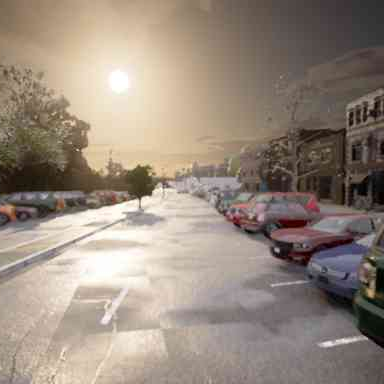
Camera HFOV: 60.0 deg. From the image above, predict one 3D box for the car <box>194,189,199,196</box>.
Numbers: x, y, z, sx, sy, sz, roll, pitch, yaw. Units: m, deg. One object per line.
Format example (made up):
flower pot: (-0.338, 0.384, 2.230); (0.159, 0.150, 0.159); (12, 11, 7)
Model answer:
car: (4.031, 0.443, 76.583); (5.566, 2.045, 2.435); (0, 1, -23)

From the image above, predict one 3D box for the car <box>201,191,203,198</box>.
car: (4.686, 0.926, 55.466); (5.008, 1.535, 2.097); (1, 1, -21)

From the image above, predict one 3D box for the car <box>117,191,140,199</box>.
car: (-14.133, 0.635, 73.792); (4.553, 1.767, 2.185); (-1, 0, -22)

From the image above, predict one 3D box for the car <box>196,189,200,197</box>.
car: (4.200, 0.728, 73.582); (5.008, 1.535, 2.097); (0, 1, -23)

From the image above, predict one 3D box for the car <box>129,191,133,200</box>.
car: (-13.591, 0.913, 58.999); (5.008, 1.535, 2.097); (-1, 1, -21)

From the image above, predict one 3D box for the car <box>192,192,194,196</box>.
car: (3.298, 0.603, 88.664); (4.674, 1.452, 2.002); (0, 0, -25)

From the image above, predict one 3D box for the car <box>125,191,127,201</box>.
car: (-13.505, 0.975, 53.067); (4.892, 1.521, 2.231); (-1, 1, -20)

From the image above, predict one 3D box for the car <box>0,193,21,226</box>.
car: (-13.366, 1.190, 20.346); (4.553, 1.767, 2.185); (-1, 1, -20)

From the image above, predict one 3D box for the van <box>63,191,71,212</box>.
van: (-13.308, 0.995, 29.309); (4.442, 1.987, 1.878); (-1, 0, -20)

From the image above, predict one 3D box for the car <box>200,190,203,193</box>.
car: (4.558, 0.735, 61.502); (4.553, 1.767, 2.185); (0, 0, -22)

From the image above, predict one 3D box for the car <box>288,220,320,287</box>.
car: (4.767, 1.477, 7.315); (4.674, 1.452, 2.002); (1, 1, -20)

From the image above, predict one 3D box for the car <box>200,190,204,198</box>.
car: (4.624, 0.895, 58.484); (4.892, 1.521, 2.231); (1, 0, -21)

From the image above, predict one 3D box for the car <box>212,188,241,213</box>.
car: (4.757, 0.996, 25.365); (5.566, 2.045, 2.435); (1, 1, -20)

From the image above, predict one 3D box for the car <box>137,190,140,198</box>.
car: (-13.820, 0.850, 67.902); (4.792, 1.488, 2.163); (-1, 0, -22)

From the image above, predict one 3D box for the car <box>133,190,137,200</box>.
car: (-13.778, 0.882, 64.908); (4.792, 1.488, 2.163); (-1, 1, -22)

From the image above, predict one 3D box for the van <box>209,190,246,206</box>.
van: (4.641, 0.829, 43.369); (4.442, 1.987, 1.878); (1, 1, -20)

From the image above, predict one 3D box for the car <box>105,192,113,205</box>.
car: (-13.429, 1.096, 44.165); (4.792, 1.488, 2.163); (-1, 0, -20)

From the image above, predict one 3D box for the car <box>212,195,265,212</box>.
car: (4.766, 1.152, 34.398); (5.008, 1.535, 2.097); (1, 1, -20)

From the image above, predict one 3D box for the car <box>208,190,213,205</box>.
car: (4.795, 0.933, 31.406); (5.566, 2.045, 2.435); (1, 0, -20)

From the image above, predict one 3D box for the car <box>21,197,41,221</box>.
car: (-13.403, 1.325, 23.319); (4.674, 1.452, 2.002); (-1, 0, -20)

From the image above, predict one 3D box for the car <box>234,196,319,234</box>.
car: (4.754, 1.218, 16.356); (4.553, 1.767, 2.185); (1, 0, -20)

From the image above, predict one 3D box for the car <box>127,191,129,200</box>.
car: (-13.521, 0.817, 56.043); (4.553, 1.767, 2.185); (-1, 1, -21)

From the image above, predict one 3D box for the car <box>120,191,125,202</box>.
car: (-13.312, 0.999, 50.167); (5.366, 1.575, 1.946); (-1, 0, -20)

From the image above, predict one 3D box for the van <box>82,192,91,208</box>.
van: (-13.326, 0.933, 35.265); (4.442, 1.987, 1.878); (-1, 0, -20)

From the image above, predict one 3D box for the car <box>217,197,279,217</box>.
car: (4.746, 1.245, 28.375); (4.792, 1.488, 2.163); (1, 1, -20)

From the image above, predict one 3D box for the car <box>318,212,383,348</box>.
car: (4.787, 1.210, 4.311); (5.566, 2.045, 2.435); (1, 0, -20)

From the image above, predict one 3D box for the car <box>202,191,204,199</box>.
car: (4.877, 0.958, 52.524); (5.366, 1.575, 1.946); (1, 0, -21)

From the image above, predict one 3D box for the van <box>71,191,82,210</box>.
van: (-13.317, 0.964, 32.286); (4.442, 1.987, 1.878); (-1, 0, -20)

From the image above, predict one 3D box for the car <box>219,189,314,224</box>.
car: (4.764, 1.060, 19.351); (5.566, 2.045, 2.435); (1, 1, -20)

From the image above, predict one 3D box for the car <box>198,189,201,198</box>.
car: (4.418, 0.794, 67.548); (5.008, 1.535, 2.097); (0, 0, -22)

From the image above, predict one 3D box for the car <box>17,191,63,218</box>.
car: (-13.437, 1.003, 26.278); (5.566, 2.045, 2.435); (-1, 1, -20)

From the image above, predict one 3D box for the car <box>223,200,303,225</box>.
car: (4.756, 1.309, 22.364); (4.792, 1.488, 2.163); (1, 1, -20)

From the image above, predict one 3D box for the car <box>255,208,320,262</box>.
car: (4.778, 1.408, 10.339); (5.008, 1.535, 2.097); (1, 1, -20)

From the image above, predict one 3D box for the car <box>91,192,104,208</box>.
car: (-13.264, 1.123, 38.265); (5.366, 1.575, 1.946); (-1, 0, -20)

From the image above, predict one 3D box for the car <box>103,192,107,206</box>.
car: (-13.473, 1.128, 41.162); (4.792, 1.488, 2.163); (-1, 1, -20)

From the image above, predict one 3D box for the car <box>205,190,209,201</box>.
car: (4.785, 0.869, 37.414); (5.566, 2.045, 2.435); (1, 0, -20)

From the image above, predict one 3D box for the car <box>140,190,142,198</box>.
car: (-13.959, 0.790, 70.843); (5.008, 1.535, 2.097); (-1, 1, -22)

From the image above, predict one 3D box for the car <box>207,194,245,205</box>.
car: (4.764, 1.054, 46.441); (4.792, 1.488, 2.163); (1, 0, -20)

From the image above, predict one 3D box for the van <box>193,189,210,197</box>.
van: (2.721, 0.271, 94.630); (4.442, 1.987, 1.878); (0, 1, -25)

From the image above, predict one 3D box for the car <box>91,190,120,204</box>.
car: (-13.495, 0.785, 47.110); (5.566, 2.045, 2.435); (-1, 1, -20)
